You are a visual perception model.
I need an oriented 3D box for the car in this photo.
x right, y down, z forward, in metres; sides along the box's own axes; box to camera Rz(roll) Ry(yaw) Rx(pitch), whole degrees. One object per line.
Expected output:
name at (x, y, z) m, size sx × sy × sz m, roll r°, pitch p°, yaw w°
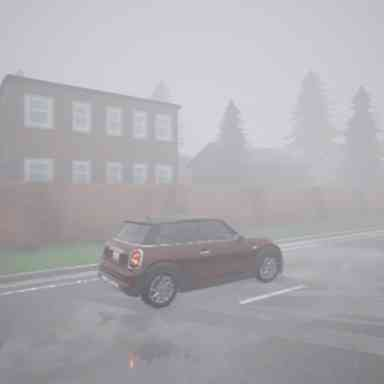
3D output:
car at (0.146, 1.343, 8.147) m, size 4.553 × 1.767 × 2.097 m, roll 0°, pitch 0°, yaw -35°
